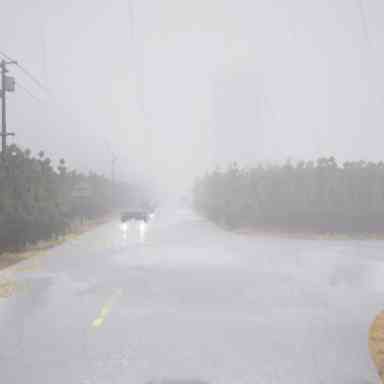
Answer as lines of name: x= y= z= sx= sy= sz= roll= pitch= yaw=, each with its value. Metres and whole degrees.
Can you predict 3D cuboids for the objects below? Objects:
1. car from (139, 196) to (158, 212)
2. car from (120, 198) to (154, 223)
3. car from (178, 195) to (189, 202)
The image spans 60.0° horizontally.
car: x=-4.963 y=1.234 z=35.159 sx=2.097 sy=1.767 sz=4.553 roll=0 pitch=0 yaw=-4
car: x=-4.197 y=1.463 z=25.274 sx=2.033 sy=1.411 sz=5.357 roll=0 pitch=0 yaw=-4
car: x=-1.665 y=1.304 z=66.324 sx=1.812 sy=1.442 sz=4.674 roll=0 pitch=0 yaw=4
